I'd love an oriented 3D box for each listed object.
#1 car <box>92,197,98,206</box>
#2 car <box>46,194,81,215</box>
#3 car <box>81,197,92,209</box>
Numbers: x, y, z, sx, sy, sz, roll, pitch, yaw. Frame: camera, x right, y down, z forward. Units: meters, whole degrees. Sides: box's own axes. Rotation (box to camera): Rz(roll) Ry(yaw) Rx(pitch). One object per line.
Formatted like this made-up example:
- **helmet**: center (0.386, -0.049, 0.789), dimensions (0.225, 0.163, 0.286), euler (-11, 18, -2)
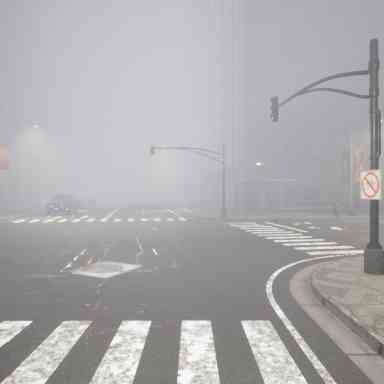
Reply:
- **car**: center (-16.518, 1.516, 54.104), dimensions (1.882, 1.535, 5.008), euler (0, 0, -9)
- **car**: center (-13.306, 1.239, 34.212), dimensions (2.150, 2.045, 5.566), euler (0, 0, -9)
- **car**: center (-14.914, 1.591, 44.072), dimensions (1.994, 1.385, 4.181), euler (0, 0, -10)
